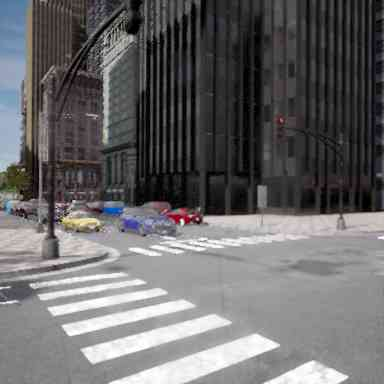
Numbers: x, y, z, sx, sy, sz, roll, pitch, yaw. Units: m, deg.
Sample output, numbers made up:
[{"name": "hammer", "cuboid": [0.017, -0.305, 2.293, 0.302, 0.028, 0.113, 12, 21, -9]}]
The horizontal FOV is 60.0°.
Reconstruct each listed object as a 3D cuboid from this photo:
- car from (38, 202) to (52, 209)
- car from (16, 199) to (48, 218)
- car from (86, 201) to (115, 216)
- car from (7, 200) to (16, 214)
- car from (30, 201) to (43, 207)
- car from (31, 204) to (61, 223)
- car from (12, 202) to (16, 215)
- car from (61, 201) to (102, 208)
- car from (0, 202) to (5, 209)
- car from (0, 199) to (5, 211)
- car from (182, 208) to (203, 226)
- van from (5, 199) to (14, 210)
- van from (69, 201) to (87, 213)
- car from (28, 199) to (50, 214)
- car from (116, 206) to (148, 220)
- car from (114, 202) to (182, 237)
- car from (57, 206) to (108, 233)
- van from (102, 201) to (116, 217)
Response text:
[{"name": "car", "cuboid": [-32.700, 2.933, 74.013, 1.947, 1.339, 4.313, 0, -1, -35]}, {"name": "car", "cuboid": [-19.011, 2.066, 39.401, 2.192, 1.841, 5.009, 0, -1, -35]}, {"name": "car", "cuboid": [-12.444, 2.147, 44.935, 2.192, 1.841, 5.009, 0, -1, -35]}, {"name": "car", "cuboid": [-24.588, 2.340, 47.421, 1.967, 1.590, 4.097, 0, -1, -35]}, {"name": "car", "cuboid": [-38.641, 3.068, 82.555, 2.008, 1.369, 4.403, 0, -1, -35]}, {"name": "car", "cuboid": [-13.428, 2.151, 31.377, 2.008, 1.369, 4.403, 0, -1, -35]}, {"name": "car", "cuboid": [-21.798, 2.370, 43.410, 1.887, 1.381, 4.507, 0, -1, -35]}, {"name": "car", "cuboid": [-10.786, 1.961, 32.269, 2.097, 1.767, 4.553, 1, -1, -35]}, {"name": "car", "cuboid": [-42.271, 2.909, 72.844, 1.887, 1.381, 4.507, 0, -1, -35]}, {"name": "car", "cuboid": [-33.060, 2.565, 59.600, 1.967, 1.590, 4.097, 0, -1, -35]}, {"name": "car", "cuboid": [-0.841, 2.062, 28.215, 1.887, 1.381, 4.507, 0, -1, -35]}, {"name": "van", "cuboid": [-27.380, 2.316, 51.433, 1.690, 1.788, 3.998, 0, -1, -35]}, {"name": "van", "cuboid": [-18.244, 2.329, 53.293, 1.690, 1.788, 3.998, 0, -1, -35]}, {"name": "car", "cuboid": [-23.220, 2.154, 50.313, 2.150, 2.045, 5.566, 1, -1, -35]}, {"name": "car", "cuboid": [-6.641, 2.257, 36.574, 1.802, 1.307, 4.206, 0, -1, -35]}, {"name": "car", "cuboid": [-2.898, 1.748, 20.975, 2.097, 1.767, 4.553, 1, -1, -36]}, {"name": "car", "cuboid": [-7.751, 1.971, 23.217, 1.752, 1.417, 4.829, 0, -1, -35]}, {"name": "van", "cuboid": [-9.544, 2.095, 40.755, 1.690, 1.788, 3.998, 0, -1, -35]}]
